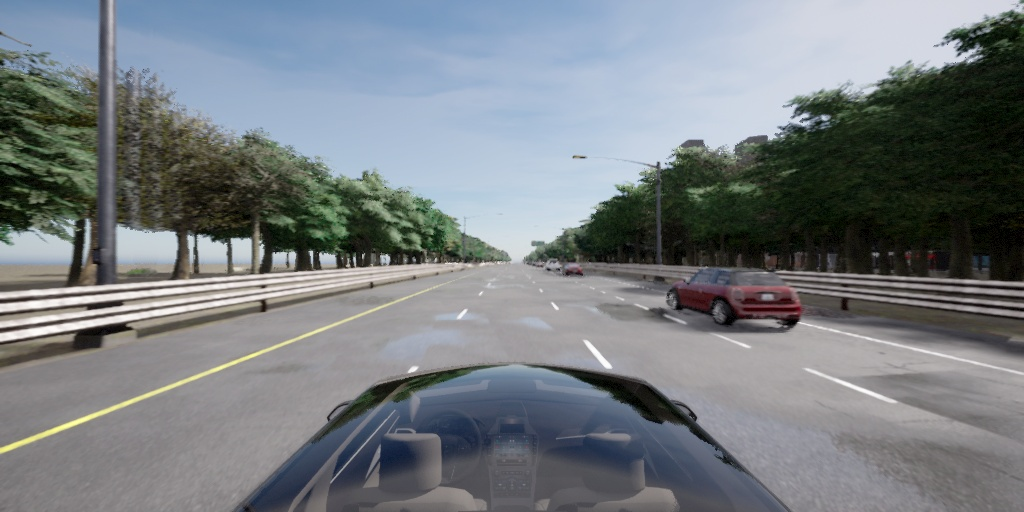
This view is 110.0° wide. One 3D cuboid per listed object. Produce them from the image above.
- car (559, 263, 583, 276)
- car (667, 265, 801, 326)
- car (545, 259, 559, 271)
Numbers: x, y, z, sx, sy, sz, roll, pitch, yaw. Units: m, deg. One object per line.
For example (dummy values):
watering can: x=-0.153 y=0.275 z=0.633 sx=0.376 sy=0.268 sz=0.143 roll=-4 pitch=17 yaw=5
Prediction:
car: x=7.088 y=1.589 z=42.350 sx=1.812 sy=1.442 sz=4.674 roll=0 pitch=-1 yaw=0
car: x=7.005 y=1.145 z=11.946 sx=2.097 sy=1.767 sz=4.553 roll=0 pitch=0 yaw=0
car: x=7.205 y=1.616 z=63.512 sx=2.150 sy=2.045 sz=5.566 roll=0 pitch=-1 yaw=0
